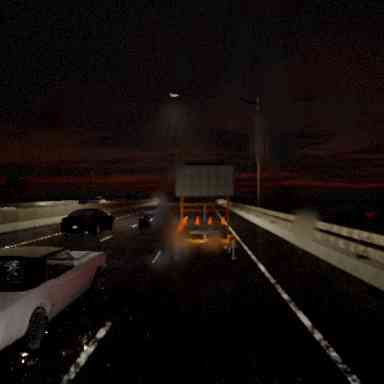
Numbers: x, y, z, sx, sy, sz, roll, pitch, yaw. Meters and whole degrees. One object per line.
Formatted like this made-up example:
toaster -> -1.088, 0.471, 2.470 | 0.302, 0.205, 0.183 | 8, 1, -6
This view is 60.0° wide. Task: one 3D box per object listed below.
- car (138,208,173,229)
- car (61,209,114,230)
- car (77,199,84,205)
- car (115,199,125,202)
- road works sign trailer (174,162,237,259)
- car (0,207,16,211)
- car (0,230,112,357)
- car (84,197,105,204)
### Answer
car -> -2.532, 1.843, 23.736 | 1.994, 1.385, 4.181 | 0, -1, 2
car -> -6.153, 1.736, 20.165 | 1.882, 1.535, 5.008 | 0, -1, 2
car -> -22.143, 2.216, 68.706 | 2.097, 1.767, 4.553 | 0, -1, 2
car -> -15.092, 2.316, 70.109 | 1.882, 1.535, 5.008 | 0, -1, 2
road works sign trailer -> 0.514, 0.612, 13.263 | 2.380, 3.560, 2.880 | 0, -1, 2
car -> -16.570, 2.007, 28.831 | 1.895, 1.301, 4.718 | 0, -1, 2
car -> -3.115, 1.688, 6.261 | 1.895, 1.301, 4.718 | 0, -1, 2
car -> -18.755, 2.030, 65.393 | 2.150, 2.045, 5.566 | 0, 0, 2
